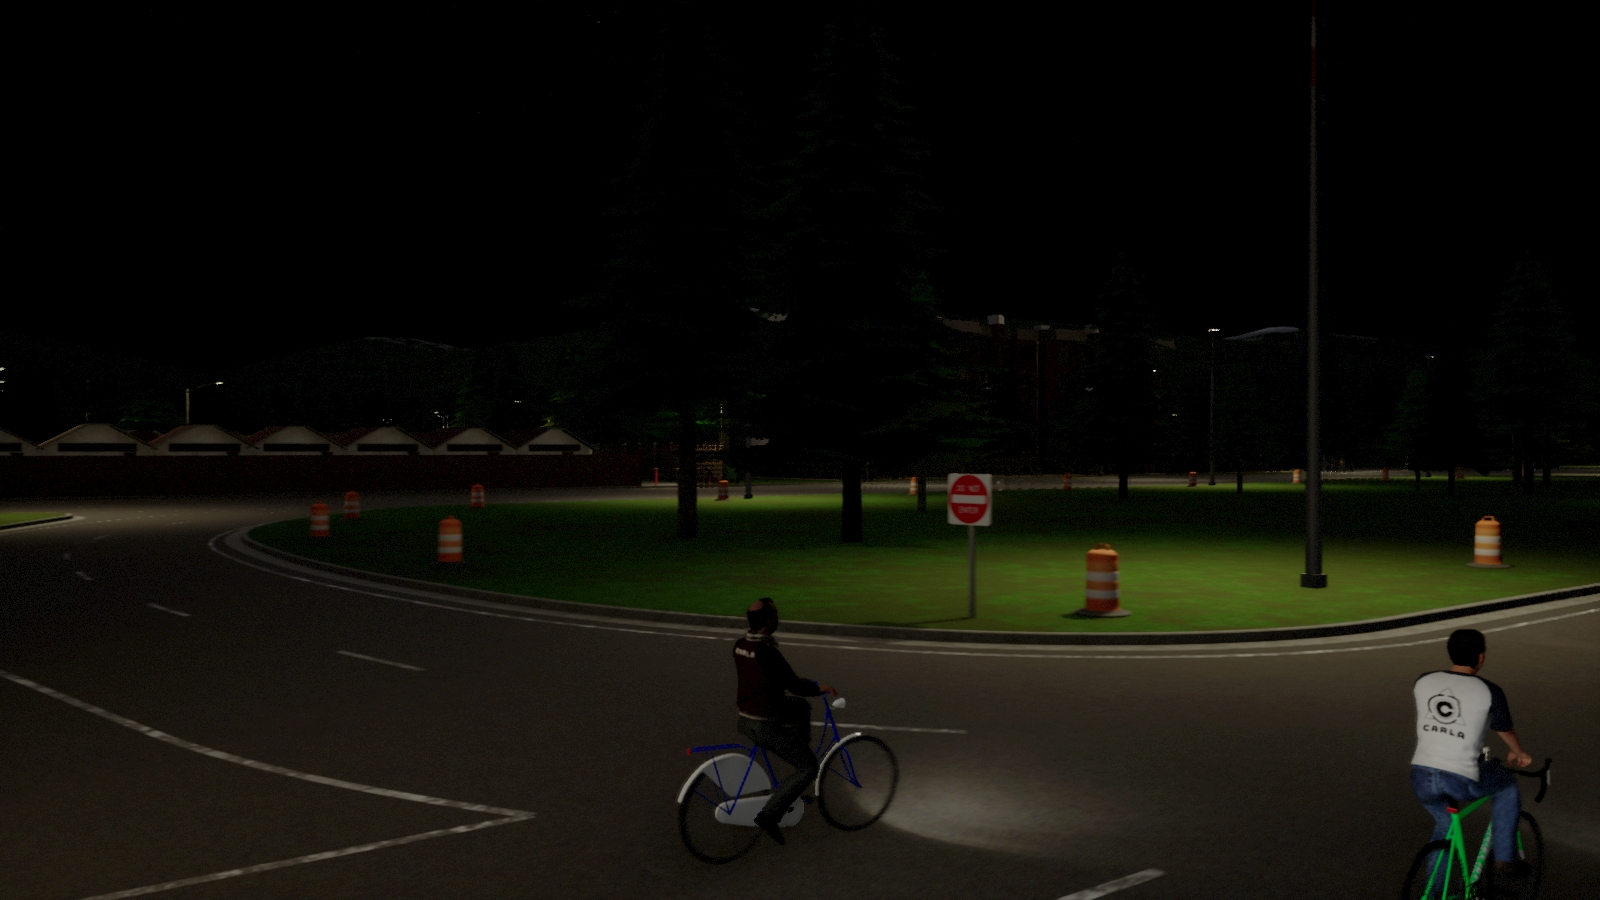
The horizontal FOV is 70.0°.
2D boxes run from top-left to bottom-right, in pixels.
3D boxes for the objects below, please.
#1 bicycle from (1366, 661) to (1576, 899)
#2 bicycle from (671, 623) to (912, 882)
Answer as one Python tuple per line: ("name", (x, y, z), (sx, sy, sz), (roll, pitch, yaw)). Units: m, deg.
("bicycle", (3.830, 2.055, 6.471), (1.643, 1.496, 0.373), (0, 0, -35))
("bicycle", (-0.018, 2.059, 8.056), (1.835, 1.471, 0.329), (0, 0, -35))
